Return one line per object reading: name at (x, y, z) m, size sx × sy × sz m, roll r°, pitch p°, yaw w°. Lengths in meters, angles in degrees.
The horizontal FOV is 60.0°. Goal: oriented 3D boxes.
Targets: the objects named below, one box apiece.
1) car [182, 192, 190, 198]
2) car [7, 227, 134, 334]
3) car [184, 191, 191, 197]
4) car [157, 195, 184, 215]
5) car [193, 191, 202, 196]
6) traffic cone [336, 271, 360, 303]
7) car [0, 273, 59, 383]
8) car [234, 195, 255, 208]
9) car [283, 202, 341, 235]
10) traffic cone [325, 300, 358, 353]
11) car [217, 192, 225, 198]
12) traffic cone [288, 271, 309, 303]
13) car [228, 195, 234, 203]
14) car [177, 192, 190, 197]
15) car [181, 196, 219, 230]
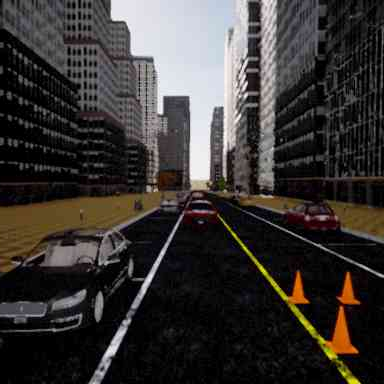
car at (-1.357, 0.713, 79.766) m, size 1.802 × 1.307 × 4.206 m, roll -1°, pitch 1°, yaw 1°
car at (-2.279, 1.458, 6.651) m, size 2.008 × 1.369 × 4.403 m, roll -1°, pitch 1°, yaw 1°
car at (-1.215, 0.569, 91.014) m, size 2.008 × 1.369 × 4.403 m, roll -1°, pitch 1°, yaw 1°
car at (-1.995, 1.210, 29.148) m, size 2.008 × 1.369 × 4.403 m, roll -1°, pitch 1°, yaw 1°
car at (1.366, 0.485, 81.281) m, size 2.097 × 1.767 × 4.553 m, roll 0°, pitch 1°, yaw 1°
traffic cone at (3.146, 1.899, 6.714) m, size 0.340 × 0.580 × 0.340 m, roll 0°, pitch 1°, yaw 1°
car at (-2.349, 1.522, 1.027) m, size 2.008 × 1.369 × 4.403 m, roll -1°, pitch 1°, yaw 1°
car at (6.528, 1.121, 40.462) m, size 1.752 × 1.417 × 4.829 m, roll -1°, pitch 1°, yaw 1°
car at (6.241, 1.281, 17.794) m, size 1.967 × 1.590 × 4.097 m, roll -1°, pitch 1°, yaw 1°
traffic cone at (2.122, 1.915, 4.726) m, size 0.340 × 0.580 × 0.340 m, roll 0°, pitch 1°, yaw 1°
car at (7.024, 0.713, 79.830) m, size 1.752 × 1.417 × 4.829 m, roll -1°, pitch 1°, yaw 1°
traffic cone at (2.147, 1.892, 6.726) m, size 0.340 × 0.580 × 0.340 m, roll 0°, pitch 1°, yaw 1°
car at (6.668, 1.044, 51.539) m, size 1.947 × 1.339 × 4.313 m, roll -1°, pitch 1°, yaw 1°
car at (-1.713, 0.860, 51.643) m, size 1.967 × 1.590 × 4.097 m, roll -1°, pitch 1°, yaw 1°
car at (0.493, 1.259, 19.630) m, size 1.882 × 1.535 × 5.008 m, roll 0°, pitch 1°, yaw 1°
